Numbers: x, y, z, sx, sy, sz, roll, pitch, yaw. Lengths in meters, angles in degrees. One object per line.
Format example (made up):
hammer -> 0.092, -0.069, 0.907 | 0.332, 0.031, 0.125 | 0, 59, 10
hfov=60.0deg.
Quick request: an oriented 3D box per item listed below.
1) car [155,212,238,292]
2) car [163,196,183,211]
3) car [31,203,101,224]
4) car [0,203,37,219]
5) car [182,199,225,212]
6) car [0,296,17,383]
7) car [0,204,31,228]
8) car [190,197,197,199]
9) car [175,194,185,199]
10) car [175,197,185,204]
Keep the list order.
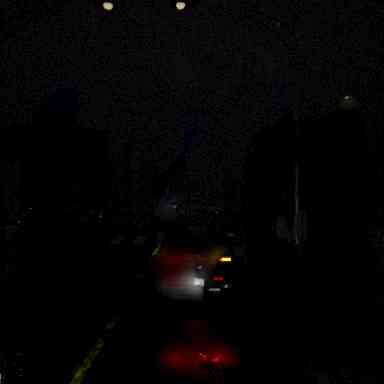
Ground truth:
car -> 0.114, 1.539, 9.018 | 1.837, 1.490, 4.892 | 0, 0, 1
car -> -2.651, 1.674, 44.065 | 2.033, 1.411, 5.357 | 0, 0, 2
car -> -9.362, 1.587, 25.079 | 4.902, 1.511, 2.128 | 0, -1, -1
car -> -17.716, 1.776, 31.619 | 4.902, 1.511, 2.128 | 0, -1, 0
car -> 1.306, 1.746, 35.344 | 1.895, 1.301, 4.718 | 2, 0, -34
car -> -2.833, 1.512, 1.719 | 1.837, 1.490, 4.892 | 0, 0, 0
car -> -13.571, 1.628, 21.781 | 4.718, 1.301, 1.895 | 0, -1, -1
car -> 0.305, 1.696, 62.476 | 1.812, 1.442, 4.674 | 0, 0, 0
car -> -2.618, 1.635, 56.576 | 1.882, 1.535, 5.008 | 0, 1, 0
car -> -2.560, 1.741, 71.295 | 1.994, 1.385, 4.181 | 0, 0, 0
